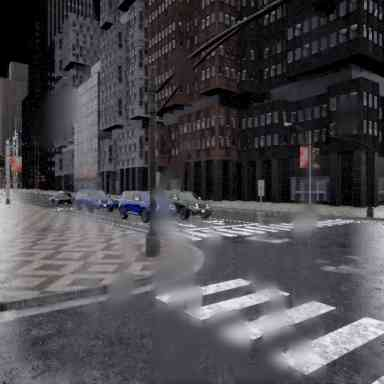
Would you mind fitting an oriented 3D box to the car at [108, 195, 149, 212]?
[{"bbox_3d":[-6.492,1.078,33.393,2.128,1.511,4.902,0,1,-36],"label":"car"}]

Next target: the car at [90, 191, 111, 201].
[{"bbox_3d":[-15.831,0.682,57.649,1.882,1.535,5.008,0,1,-36],"label":"car"}]

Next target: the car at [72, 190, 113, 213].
[{"bbox_3d":[-9.355,0.807,31.802,2.150,2.045,5.566,0,1,-36],"label":"car"}]

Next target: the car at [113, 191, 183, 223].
[{"bbox_3d":[-3.265,0.954,23.416,2.150,2.045,5.566,0,1,-36],"label":"car"}]

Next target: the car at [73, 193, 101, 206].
[{"bbox_3d":[-13.803,0.897,43.483,2.128,1.511,4.902,0,1,-36],"label":"car"}]

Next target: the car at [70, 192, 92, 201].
[{"bbox_3d":[-18.934,0.743,56.417,2.033,1.411,5.357,0,1,-36],"label":"car"}]

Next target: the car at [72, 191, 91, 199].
[{"bbox_3d":[-21.996,0.530,66.138,2.128,1.511,4.902,0,1,-36],"label":"car"}]

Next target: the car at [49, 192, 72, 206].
[{"bbox_3d":[-16.299,1.013,41.387,1.895,1.301,4.718,0,1,-36],"label":"car"}]

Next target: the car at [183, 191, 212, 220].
[{"bbox_3d":[-0.780,0.946,25.543,2.150,2.045,5.566,0,1,-34],"label":"car"}]
